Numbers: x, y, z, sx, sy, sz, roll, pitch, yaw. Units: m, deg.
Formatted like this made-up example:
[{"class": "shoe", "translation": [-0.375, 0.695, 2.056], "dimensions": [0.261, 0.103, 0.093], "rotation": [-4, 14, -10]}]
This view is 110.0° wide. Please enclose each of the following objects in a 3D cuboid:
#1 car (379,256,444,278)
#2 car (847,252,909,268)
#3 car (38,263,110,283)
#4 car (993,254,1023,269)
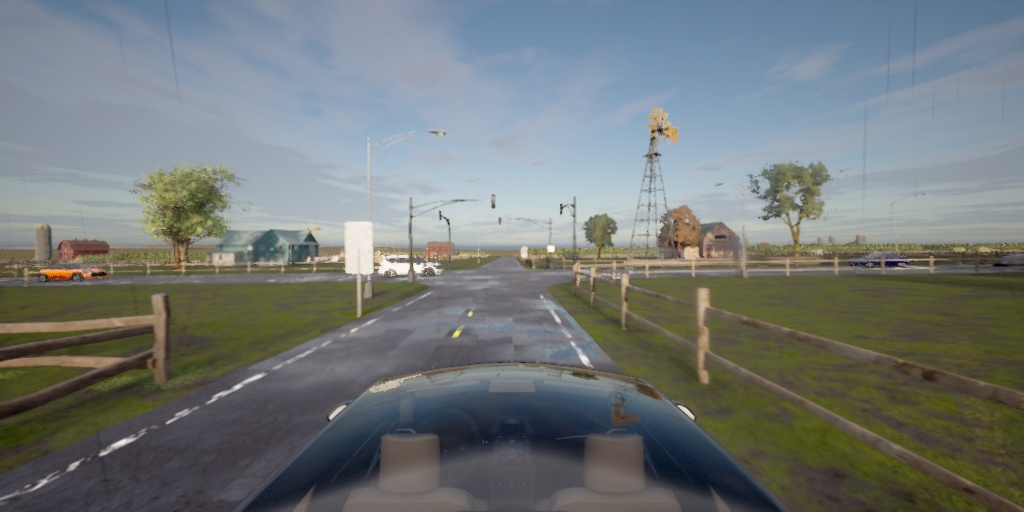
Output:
[{"class": "car", "translation": [-9.024, 0.982, 32.310], "dimensions": [5.566, 2.045, 2.150], "rotation": [-1, 1, 0]}, {"class": "car", "translation": [36.650, 0.419, 35.979], "dimensions": [5.008, 1.535, 1.882], "rotation": [-1, 1, 0]}, {"class": "car", "translation": [-39.296, 1.408, 32.243], "dimensions": [4.553, 1.767, 2.097], "rotation": [-1, 2, 0]}, {"class": "car", "translation": [46.623, 0.468, 32.428], "dimensions": [4.181, 1.385, 1.994], "rotation": [-1, 2, 0]}]
